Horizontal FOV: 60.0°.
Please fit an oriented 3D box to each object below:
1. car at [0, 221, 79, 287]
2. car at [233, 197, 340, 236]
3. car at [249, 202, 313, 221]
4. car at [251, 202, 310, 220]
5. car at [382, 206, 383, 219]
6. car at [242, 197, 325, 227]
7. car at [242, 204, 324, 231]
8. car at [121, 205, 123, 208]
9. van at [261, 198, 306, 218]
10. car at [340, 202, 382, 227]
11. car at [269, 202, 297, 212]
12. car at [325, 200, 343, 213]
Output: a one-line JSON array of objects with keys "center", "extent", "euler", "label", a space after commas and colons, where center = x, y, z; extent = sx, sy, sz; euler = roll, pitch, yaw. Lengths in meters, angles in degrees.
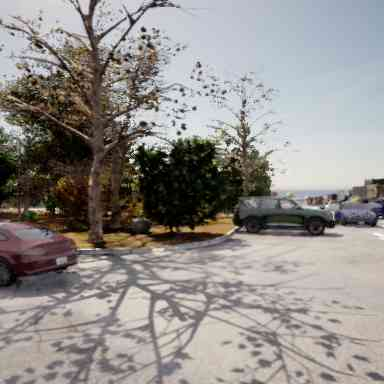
[{"center": [-5.272, 1.551, 9.277], "extent": [4.674, 1.442, 1.812], "euler": [0, 1, 27], "label": "car"}, {"center": [5.130, 1.302, 19.004], "extent": [5.566, 2.045, 2.435], "euler": [0, -1, 15], "label": "car"}, {"center": [7.882, 1.742, 29.835], "extent": [5.366, 1.575, 1.946], "euler": [0, -1, 15], "label": "car"}, {"center": [8.592, 1.805, 32.399], "extent": [5.366, 1.575, 1.946], "euler": [0, -2, 15], "label": "car"}, {"center": [17.693, 1.839, 32.951], "extent": [1.882, 1.535, 5.008], "euler": [0, -2, 15], "label": "car"}, {"center": [6.563, 1.378, 24.274], "extent": [5.566, 2.045, 2.435], "euler": [0, -1, 15], "label": "car"}, {"center": [5.809, 1.590, 21.581], "extent": [4.892, 1.521, 2.231], "euler": [0, -1, 15], "label": "car"}, {"center": [-9.630, 2.441, 53.560], "extent": [5.008, 1.535, 1.882], "euler": [1, 0, 15], "label": "car"}, {"center": [9.629, 1.654, 35.016], "extent": [4.442, 1.987, 1.878], "euler": [0, -2, 15], "label": "van"}, {"center": [11.637, 1.493, 23.864], "extent": [2.097, 1.767, 4.553], "euler": [0, -1, 16], "label": "car"}, {"center": [15.893, 2.647, 58.131], "extent": [4.553, 1.767, 2.185], "euler": [0, -3, 16], "label": "car"}, {"center": [24.335, 2.533, 57.222], "extent": [2.150, 2.045, 5.566], "euler": [0, -3, 16], "label": "car"}]
